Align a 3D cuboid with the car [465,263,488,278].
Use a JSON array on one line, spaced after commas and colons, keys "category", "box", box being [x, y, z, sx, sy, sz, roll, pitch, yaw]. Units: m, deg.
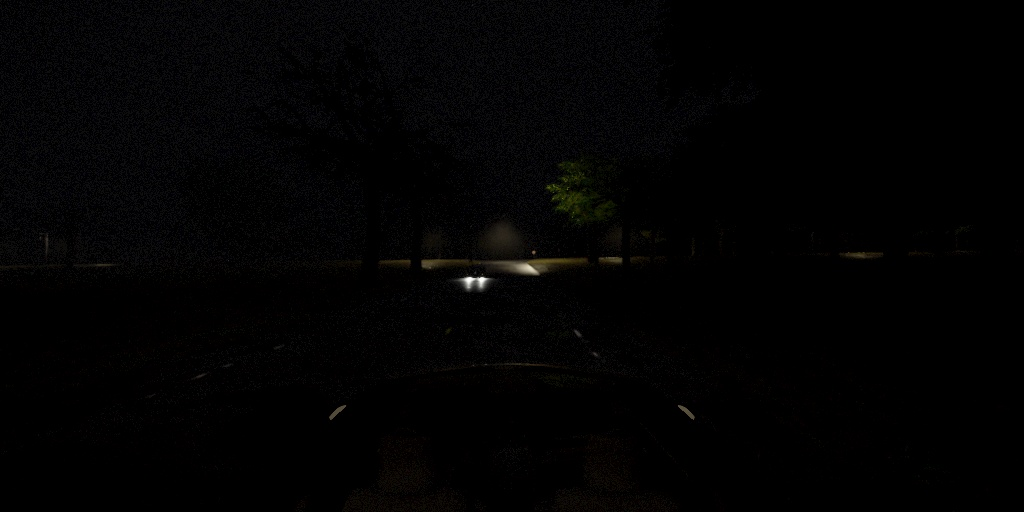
[{"category": "car", "box": [-3.583, 1.455, 36.773, 1.994, 1.385, 4.181, 0, 0, 0]}]
